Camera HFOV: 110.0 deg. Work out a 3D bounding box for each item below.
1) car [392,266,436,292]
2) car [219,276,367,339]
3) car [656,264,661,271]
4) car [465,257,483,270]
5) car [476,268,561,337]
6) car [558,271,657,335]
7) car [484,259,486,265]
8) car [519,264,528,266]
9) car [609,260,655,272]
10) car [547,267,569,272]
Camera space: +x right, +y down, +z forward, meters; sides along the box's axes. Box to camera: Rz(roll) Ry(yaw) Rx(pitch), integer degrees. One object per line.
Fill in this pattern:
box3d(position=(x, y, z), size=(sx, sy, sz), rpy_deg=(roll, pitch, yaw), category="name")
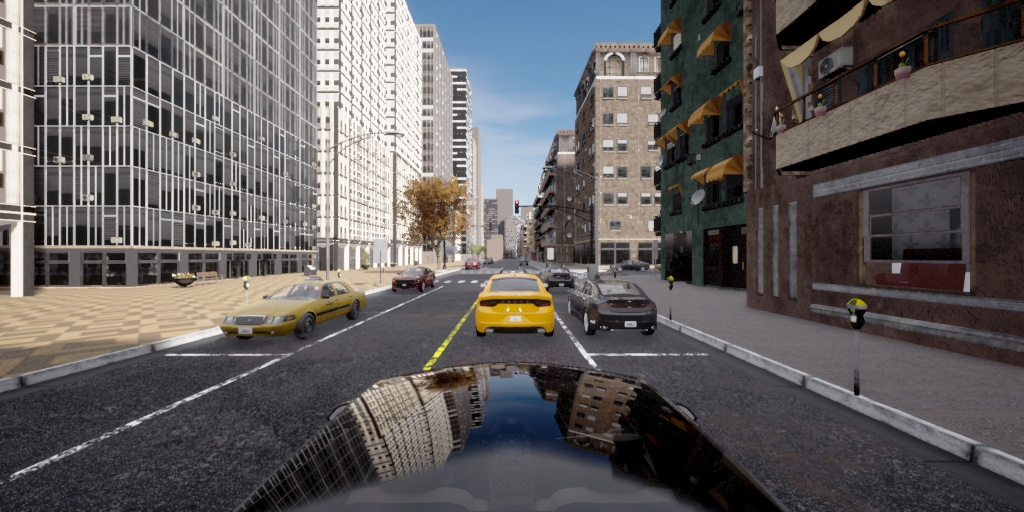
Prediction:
box3d(position=(-5.736, 1.299, 21.314), size=(1.888, 1.381, 4.507), rpy_deg=(0, 0, 0), category="car")
box3d(position=(-5.710, 1.276, 10.079), size=(1.751, 1.417, 4.829), rpy_deg=(0, 0, 0), category="car")
box3d(position=(18.743, 1.006, 40.841), size=(4.829, 1.417, 1.751), rpy_deg=(0, 0, -1), category="car")
box3d(position=(-5.810, 1.098, 53.702), size=(2.192, 1.841, 5.009), rpy_deg=(0, 0, 0), category="car")
box3d(position=(0.069, 1.228, 10.360), size=(1.882, 1.535, 5.008), rpy_deg=(0, 0, 0), category="car")
box3d(position=(2.670, 1.301, 10.268), size=(2.007, 1.370, 4.403), rpy_deg=(0, 0, 0), category="car")
box3d(position=(-5.823, 1.357, 59.225), size=(1.948, 1.339, 4.313), rpy_deg=(0, 0, 0), category="car")
box3d(position=(0.057, 1.355, 20.639), size=(1.895, 1.301, 4.718), rpy_deg=(0, 0, 0), category="car")
box3d(position=(13.346, 1.109, 40.774), size=(4.403, 1.370, 2.007), rpy_deg=(0, 0, -1), category="car")
box3d(position=(2.644, 1.305, 21.333), size=(2.007, 1.370, 4.403), rpy_deg=(0, 0, 0), category="car")
